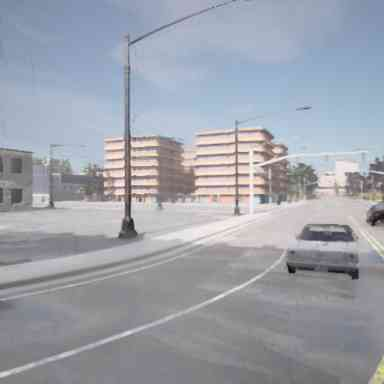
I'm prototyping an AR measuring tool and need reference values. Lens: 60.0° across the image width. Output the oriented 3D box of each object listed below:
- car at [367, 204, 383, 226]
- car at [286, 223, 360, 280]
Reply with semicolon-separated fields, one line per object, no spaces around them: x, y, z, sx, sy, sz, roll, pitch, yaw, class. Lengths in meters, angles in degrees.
14.402;1.662;25.085;1.882;1.535;5.008;-1;-1;23;car
4.258;1.697;10.527;1.895;1.301;4.718;-1;-1;26;car
